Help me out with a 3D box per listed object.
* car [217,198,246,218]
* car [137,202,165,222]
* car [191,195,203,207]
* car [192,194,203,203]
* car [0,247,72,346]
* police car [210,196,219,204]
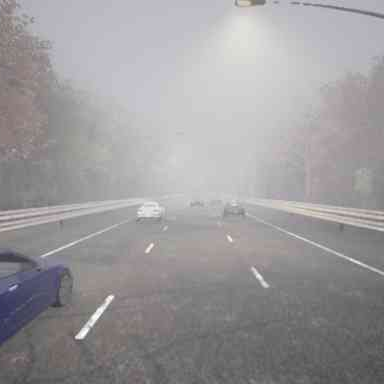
[{"bbox_3d":[3.747,1.525,30.507,2.128,1.511,4.902,0,0,1],"label":"car"},{"bbox_3d":[-3.210,1.524,26.595,1.812,1.442,4.674,0,0,1],"label":"car"},{"bbox_3d":[0.763,1.591,51.628,1.895,1.301,4.718,0,0,1],"label":"car"},{"bbox_3d":[1.197,1.332,70.089,2.097,1.767,4.553,0,0,2],"label":"car"},{"bbox_3d":[-3.384,1.526,4.956,1.812,1.442,4.674,0,0,0],"label":"car"},{"bbox_3d":[4.427,1.552,61.322,2.038,1.542,4.974,0,1,2],"label":"police car"}]
